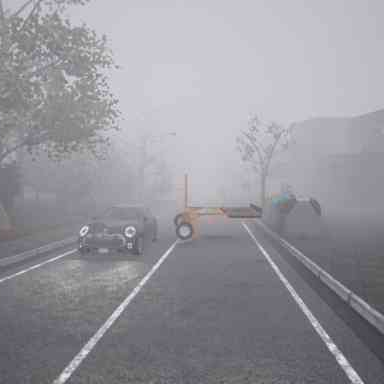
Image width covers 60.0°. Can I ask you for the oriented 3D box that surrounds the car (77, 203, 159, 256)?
[{"bbox_3d":[-2.656,1.286,12.894,2.097,1.767,4.553,0,0,5],"label":"car"}]

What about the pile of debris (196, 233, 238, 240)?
[{"bbox_3d":[1.161,2.107,15.818,1.860,0.140,1.500,0,0,3],"label":"pile of debris"}]

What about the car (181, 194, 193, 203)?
[{"bbox_3d":[-1.023,1.257,64.966,1.837,1.490,4.892,-1,0,-7],"label":"car"}]

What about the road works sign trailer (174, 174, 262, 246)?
[{"bbox_3d":[1.030,0.661,14.522,3.560,2.880,2.380,0,5,-5],"label":"road works sign trailer"}]
